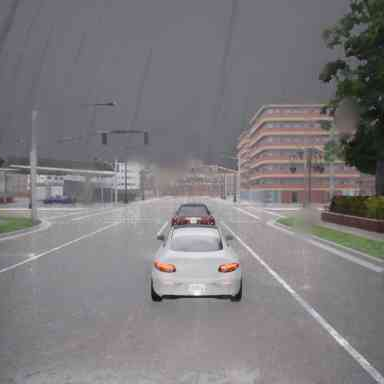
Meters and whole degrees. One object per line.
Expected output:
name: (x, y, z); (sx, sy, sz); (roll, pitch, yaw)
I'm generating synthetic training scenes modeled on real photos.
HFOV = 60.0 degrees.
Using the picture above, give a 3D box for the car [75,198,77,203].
car: (-24.167, 1.456, 63.639); (3.806, 1.475, 1.970); (0, 0, 1)

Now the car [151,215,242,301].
car: (0.087, 1.526, 8.188); (1.812, 1.442, 4.674); (0, 0, 0)

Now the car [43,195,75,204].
car: (-23.437, 1.295, 57.889); (4.611, 1.667, 2.242); (0, 0, 1)

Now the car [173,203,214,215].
car: (0.064, 1.352, 17.181); (2.097, 1.767, 4.553); (0, 0, 0)
